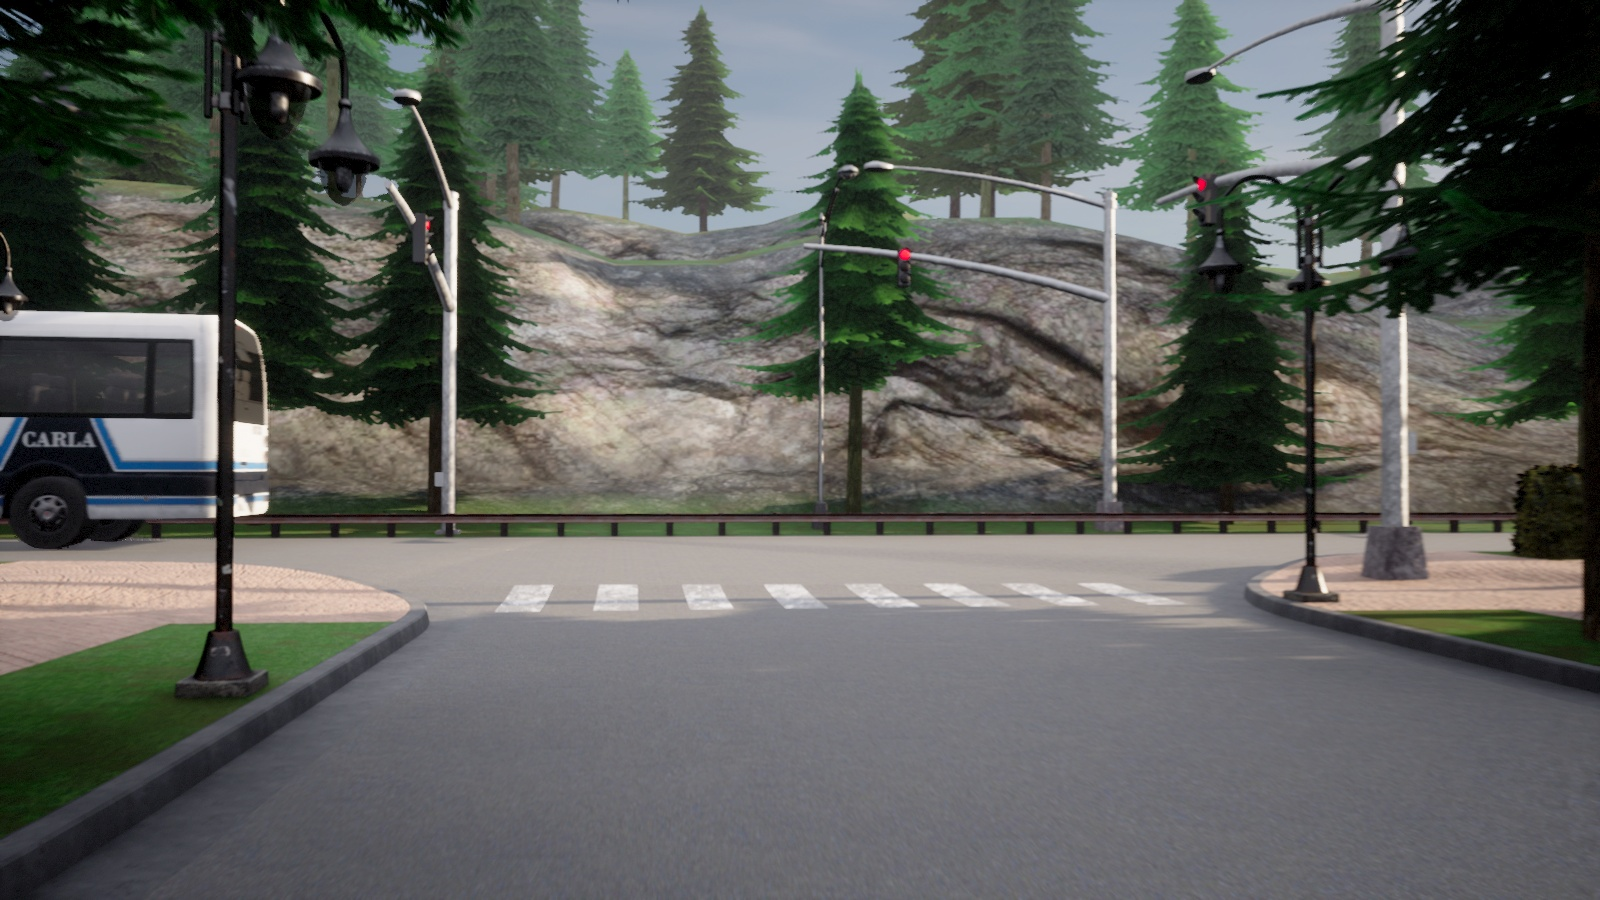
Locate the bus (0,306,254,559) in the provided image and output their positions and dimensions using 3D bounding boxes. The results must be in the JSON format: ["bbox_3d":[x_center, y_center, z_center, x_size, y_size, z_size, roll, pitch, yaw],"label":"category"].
[{"bbox_3d":[-15.871,-0.258,22.773,10.273,4.253,3.944,0,-1,-8],"label":"bus"}]
